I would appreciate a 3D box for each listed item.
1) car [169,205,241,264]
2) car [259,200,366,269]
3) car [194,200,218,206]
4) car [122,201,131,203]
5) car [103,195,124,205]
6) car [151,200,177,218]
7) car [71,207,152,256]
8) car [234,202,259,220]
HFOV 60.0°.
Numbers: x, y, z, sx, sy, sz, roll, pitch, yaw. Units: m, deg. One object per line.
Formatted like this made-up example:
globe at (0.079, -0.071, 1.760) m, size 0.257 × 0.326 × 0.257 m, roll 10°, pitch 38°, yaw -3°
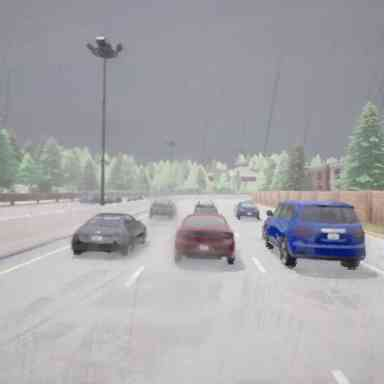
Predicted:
car at (0.473, 1.464, 11.959) m, size 1.882 × 1.535 × 5.008 m, roll 1°, pitch 0°, yaw 3°
car at (3.970, 1.282, 11.699) m, size 2.150 × 2.045 × 5.566 m, roll 1°, pitch 0°, yaw 3°
car at (1.140, 1.461, 27.942) m, size 2.128 × 1.511 × 4.902 m, roll 1°, pitch 0°, yaw 3°
car at (-8.563, 1.272, 50.658) m, size 2.033 × 1.411 × 5.357 m, roll 1°, pitch 0°, yaw 3°
car at (-12.046, 1.216, 51.115) m, size 1.994 × 1.385 × 4.181 m, roll 1°, pitch 0°, yaw 3°
car at (-2.357, 1.389, 28.086) m, size 2.128 × 1.511 × 4.902 m, roll 1°, pitch 0°, yaw 3°
car at (-2.992, 1.476, 12.784) m, size 1.994 × 1.385 × 4.181 m, roll 1°, pitch 0°, yaw 3°
car at (4.678, 1.565, 28.728) m, size 1.812 × 1.442 × 4.674 m, roll 1°, pitch 0°, yaw 2°
